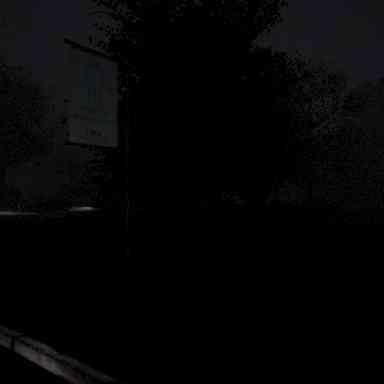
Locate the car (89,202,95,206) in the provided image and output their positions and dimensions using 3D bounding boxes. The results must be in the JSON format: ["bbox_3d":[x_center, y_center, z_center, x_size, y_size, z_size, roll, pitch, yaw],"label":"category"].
[{"bbox_3d":[-12.508,1.508,49.342,2.033,1.411,5.357,0,0,38],"label":"car"}]

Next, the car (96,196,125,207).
[{"bbox_3d":[-10.185,1.185,46.638,2.150,2.045,5.566,0,0,38],"label":"car"}]

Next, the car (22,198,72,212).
[{"bbox_3d":[-16.501,1.470,38.652,1.882,1.535,5.008,0,0,39],"label":"car"}]

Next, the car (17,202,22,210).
[{"bbox_3d":[-18.964,1.484,41.176,2.128,1.511,4.902,0,0,39],"label":"car"}]

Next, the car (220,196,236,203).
[{"bbox_3d":[6.998,1.377,64.436,1.994,1.385,4.181,0,0,32],"label":"car"}]
